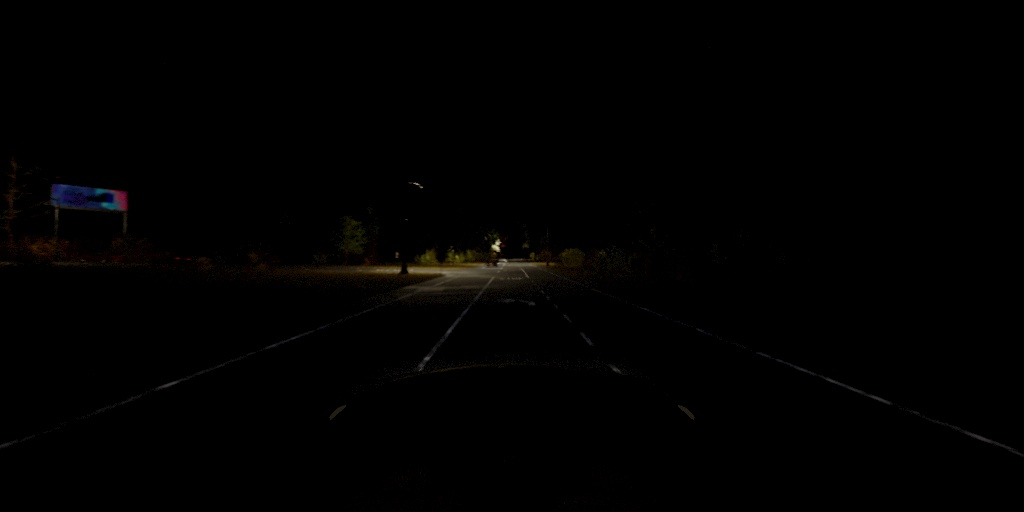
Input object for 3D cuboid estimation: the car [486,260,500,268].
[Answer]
[{"bbox_3d":[-3.595,1.422,64.835,1.812,1.442,4.674,1,0,0],"label":"car"}]
